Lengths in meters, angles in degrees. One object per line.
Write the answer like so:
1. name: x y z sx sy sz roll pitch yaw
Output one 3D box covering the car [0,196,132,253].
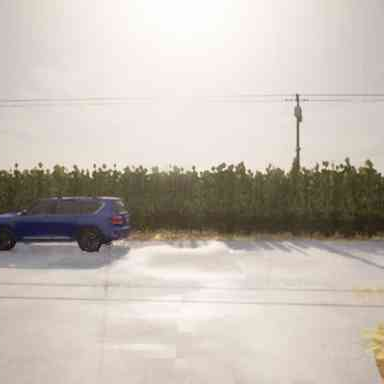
1. car: -5.217 1.203 13.229 5.566 2.045 2.150 0 0 2
